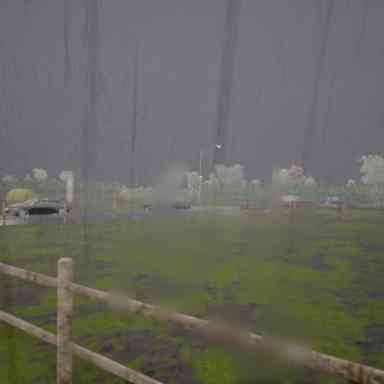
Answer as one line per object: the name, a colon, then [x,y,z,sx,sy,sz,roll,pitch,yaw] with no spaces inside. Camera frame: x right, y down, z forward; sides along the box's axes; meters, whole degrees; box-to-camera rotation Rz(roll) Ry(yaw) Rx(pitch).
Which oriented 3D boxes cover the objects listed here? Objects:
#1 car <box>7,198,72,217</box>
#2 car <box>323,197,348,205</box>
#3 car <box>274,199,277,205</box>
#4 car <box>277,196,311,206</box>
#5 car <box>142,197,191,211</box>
car: [-11.910,1.188,26.046,2.128,1.511,4.902,1,1,44]
car: [22.132,1.446,51.282,4.674,1.442,1.812,0,1,-36]
car: [14.004,1.307,48.679,5.008,1.535,1.882,1,1,-37]
car: [14.220,1.473,45.251,4.718,1.301,1.895,0,1,-37]
car: [-2.572,1.288,34.965,5.357,1.411,2.033,0,1,-42]
